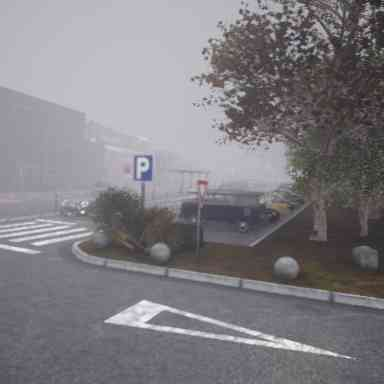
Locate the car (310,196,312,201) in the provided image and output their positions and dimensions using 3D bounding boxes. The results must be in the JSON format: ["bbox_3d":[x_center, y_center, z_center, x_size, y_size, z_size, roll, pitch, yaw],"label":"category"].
[{"bbox_3d":[9.697,0.403,34.523,4.674,1.452,2.002,3,3,25],"label":"car"}]

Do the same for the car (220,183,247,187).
[{"bbox_3d":[5.641,-0.194,45.722,1.895,1.301,4.718,3,3,25],"label":"car"}]

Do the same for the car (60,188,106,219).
[{"bbox_3d":[-5.949,0.585,20.733,2.097,1.767,4.553,3,3,25],"label":"car"}]

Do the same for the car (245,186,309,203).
[{"bbox_3d":[7.377,0.570,29.482,5.008,1.535,2.097,3,3,25],"label":"car"}]

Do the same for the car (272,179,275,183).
[{"bbox_3d":[17.343,-1.904,82.205,4.674,1.452,2.002,3,4,25],"label":"car"}]

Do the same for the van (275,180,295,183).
[{"bbox_3d":[13.303,-0.166,42.013,4.442,1.987,1.878,3,3,25],"label":"van"}]

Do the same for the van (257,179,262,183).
[{"bbox_3d":[11.577,-1.625,69.422,4.442,1.987,1.878,3,3,25],"label":"van"}]

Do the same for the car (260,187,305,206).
[{"bbox_3d":[6.203,0.674,26.969,4.892,1.521,2.231,3,3,25],"label":"car"}]

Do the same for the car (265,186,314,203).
[{"bbox_3d":[10.859,0.259,37.039,5.008,1.535,2.097,3,3,25],"label":"car"}]

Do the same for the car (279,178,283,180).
[{"bbox_3d":[20.855,-2.558,89.826,5.566,2.045,2.435,3,4,25],"label":"car"}]

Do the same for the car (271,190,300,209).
[{"bbox_3d":[5.071,0.808,24.440,4.792,1.488,2.163,3,3,25],"label":"car"}]

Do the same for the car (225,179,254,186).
[{"bbox_3d":[7.920,-1.346,61.853,5.566,2.045,2.435,3,3,25],"label":"car"}]

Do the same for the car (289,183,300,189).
[{"bbox_3d":[23.862,-1.408,77.273,1.895,1.301,4.718,3,4,25],"label":"car"}]

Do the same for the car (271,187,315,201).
[{"bbox_3d":[12.024,0.197,39.560,4.674,1.452,2.002,3,3,25],"label":"car"}]

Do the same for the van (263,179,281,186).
[{"bbox_3d":[22.162,-2.652,92.310,4.442,1.987,1.878,3,4,25],"label":"van"}]

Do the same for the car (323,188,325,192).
[{"bbox_3d":[20.180,-0.558,57.176,4.892,1.521,2.231,3,3,25],"label":"car"}]

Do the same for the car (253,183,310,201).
[{"bbox_3d":[8.568,0.342,31.982,4.553,1.767,2.185,3,3,25],"label":"car"}]

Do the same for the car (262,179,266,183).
[{"bbox_3d":[12.637,-1.508,72.028,5.008,1.535,2.097,3,3,25],"label":"car"}]

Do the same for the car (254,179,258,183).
[{"bbox_3d":[10.292,-1.261,66.941,4.674,1.452,2.002,3,3,25],"label":"car"}]

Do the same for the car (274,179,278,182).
[{"bbox_3d":[18.528,-2.061,84.741,4.892,1.521,2.231,3,4,25],"label":"car"}]

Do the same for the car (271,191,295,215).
[{"bbox_3d":[3.713,0.870,22.011,5.366,1.575,1.946,3,3,25],"label":"car"}]

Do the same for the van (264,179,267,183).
[{"bbox_3d":[13.718,-1.843,74.609,4.442,1.987,1.878,3,3,25],"label":"van"}]

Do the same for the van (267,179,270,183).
[{"bbox_3d":[15.105,-1.941,77.052,4.442,1.987,1.878,3,3,25],"label":"van"}]

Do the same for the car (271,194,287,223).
[{"bbox_3d":[2.743,1.017,19.404,4.792,1.488,2.163,3,3,25],"label":"car"}]

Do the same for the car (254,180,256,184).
[{"bbox_3d":[8.947,-1.209,64.474,5.366,1.575,1.946,3,3,25],"label":"car"}]

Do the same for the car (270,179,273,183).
[{"bbox_3d":[16.195,-1.798,79.645,4.792,1.488,2.163,3,3,25],"label":"car"}]

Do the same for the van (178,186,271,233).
[{"bbox_3d":[1.453,0.860,16.936,4.442,1.987,1.878,3,3,25],"label":"van"}]
